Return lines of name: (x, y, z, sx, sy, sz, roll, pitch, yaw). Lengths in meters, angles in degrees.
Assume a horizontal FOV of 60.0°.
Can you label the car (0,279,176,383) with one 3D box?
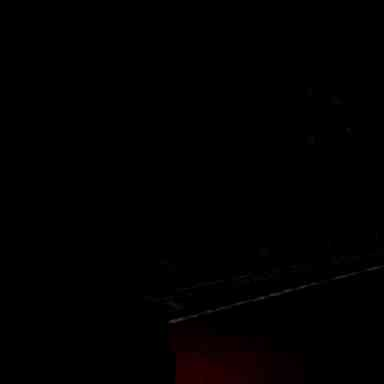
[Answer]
car: (-2.483, 1.477, 2.201, 5.008, 1.535, 1.882, 0, 0, -35)
